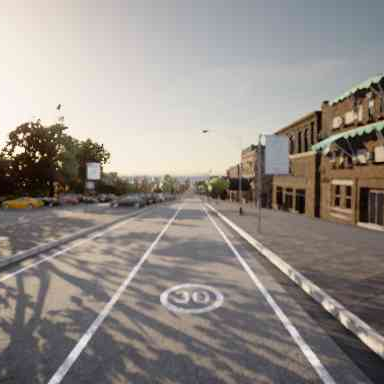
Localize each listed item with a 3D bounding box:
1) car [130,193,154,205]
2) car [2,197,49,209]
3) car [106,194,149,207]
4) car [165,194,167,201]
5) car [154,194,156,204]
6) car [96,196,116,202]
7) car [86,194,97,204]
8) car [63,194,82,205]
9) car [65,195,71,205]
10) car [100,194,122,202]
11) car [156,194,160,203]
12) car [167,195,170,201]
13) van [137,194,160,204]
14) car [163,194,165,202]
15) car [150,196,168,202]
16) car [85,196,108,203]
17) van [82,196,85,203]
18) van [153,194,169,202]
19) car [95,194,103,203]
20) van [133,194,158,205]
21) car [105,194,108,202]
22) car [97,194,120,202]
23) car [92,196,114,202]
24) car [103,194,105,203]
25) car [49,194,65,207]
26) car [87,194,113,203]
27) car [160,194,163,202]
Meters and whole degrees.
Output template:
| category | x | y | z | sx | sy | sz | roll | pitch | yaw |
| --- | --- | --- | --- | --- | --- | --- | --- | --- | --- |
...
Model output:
| category | x | y | z | sx | sy | sz | roll | pitch | yaw |
| --- | --- | --- | --- | --- | --- | --- | --- | --- | --- |
| car | -8.883 | 1.213 | 48.798 | 5.566 | 2.045 | 2.435 | 0 | 0 | 0 |
| car | -21.931 | 1.446 | 43.238 | 5.008 | 1.535 | 2.097 | 0 | 0 | 0 |
| car | -8.849 | 1.455 | 45.996 | 4.892 | 1.521 | 2.231 | 0 | 0 | 0 |
| car | -8.900 | 1.423 | 74.026 | 5.566 | 2.045 | 2.435 | 0 | -1 | 0 |
| car | -8.859 | 1.498 | 54.401 | 4.892 | 1.521 | 2.231 | 0 | 0 | 0 |
| car | -21.965 | 1.828 | 84.885 | 4.674 | 1.452 | 2.002 | 0 | -1 | 0 |
| car | -21.937 | 1.635 | 65.514 | 4.674 | 1.452 | 2.002 | 0 | -1 | 0 |
| car | -21.902 | 1.394 | 57.163 | 4.553 | 1.767 | 2.185 | 0 | 0 | 0 |
| car | -21.935 | 1.520 | 51.593 | 4.674 | 1.452 | 2.002 | 0 | 0 | 0 |
| car | -21.948 | 1.605 | 90.457 | 5.566 | 2.045 | 2.435 | 0 | -1 | 0 |
| car | -8.882 | 1.268 | 57.208 | 5.566 | 2.045 | 2.435 | 0 | 0 | 0 |
| car | -8.883 | 1.790 | 85.236 | 5.008 | 1.535 | 2.097 | 0 | -1 | 0 |
| van | -8.980 | 1.395 | 68.419 | 4.442 | 1.987 | 1.878 | 0 | -1 | 0 |
| car | -8.862 | 1.647 | 71.220 | 5.008 | 1.535 | 2.097 | 0 | -1 | 0 |
| car | -8.926 | 1.890 | 90.839 | 4.792 | 1.488 | 2.163 | 0 | -1 | 0 |
| car | -21.984 | 1.730 | 76.655 | 4.792 | 1.488 | 2.163 | 0 | -1 | 0 |
| van | -22.051 | 1.317 | 59.944 | 4.442 | 1.987 | 1.878 | 0 | 0 | 0 |
| van | -8.785 | 1.670 | 93.645 | 4.442 | 1.987 | 1.878 | 0 | -1 | 0 |
| car | -21.757 | 1.618 | 68.299 | 5.366 | 1.575 | 1.946 | 0 | -1 | 0 |
| van | -8.741 | 1.343 | 62.813 | 4.442 | 1.987 | 1.878 | 0 | -1 | 0 |
| car | -21.922 | 1.703 | 73.870 | 4.792 | 1.488 | 2.163 | 0 | -1 | 0 |
| car | -21.943 | 1.572 | 87.796 | 5.566 | 2.045 | 2.435 | 0 | -1 | 0 |
| car | -21.958 | 1.759 | 82.224 | 5.008 | 1.535 | 2.097 | 0 | -1 | 0 |
| car | -21.941 | 1.647 | 71.085 | 5.008 | 1.535 | 2.097 | 0 | -1 | 0 |
| car | -21.939 | 1.465 | 48.807 | 5.008 | 1.535 | 2.097 | 0 | 0 | 0 |
| car | -21.931 | 1.477 | 79.441 | 5.566 | 2.045 | 2.435 | 0 | -1 | 0 |
| car | -8.854 | 1.596 | 65.614 | 4.892 | 1.521 | 2.231 | 0 | -1 | 0 |
